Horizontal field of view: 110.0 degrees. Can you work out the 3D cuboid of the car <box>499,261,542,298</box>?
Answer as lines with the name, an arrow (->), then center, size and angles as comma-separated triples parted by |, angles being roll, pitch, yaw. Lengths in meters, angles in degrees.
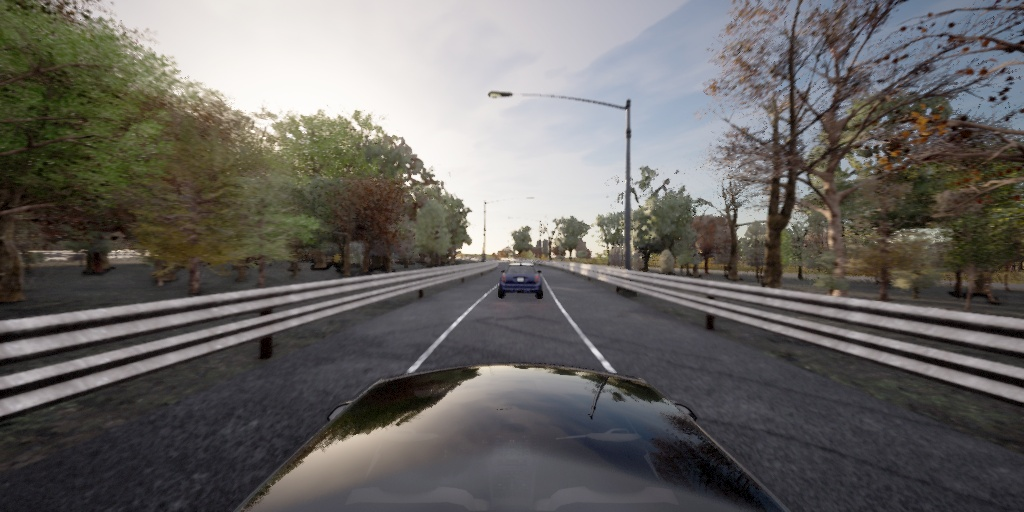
car -> 0.498, 1.153, 19.126 | 2.097, 1.767, 4.553 | 0, 0, 3
